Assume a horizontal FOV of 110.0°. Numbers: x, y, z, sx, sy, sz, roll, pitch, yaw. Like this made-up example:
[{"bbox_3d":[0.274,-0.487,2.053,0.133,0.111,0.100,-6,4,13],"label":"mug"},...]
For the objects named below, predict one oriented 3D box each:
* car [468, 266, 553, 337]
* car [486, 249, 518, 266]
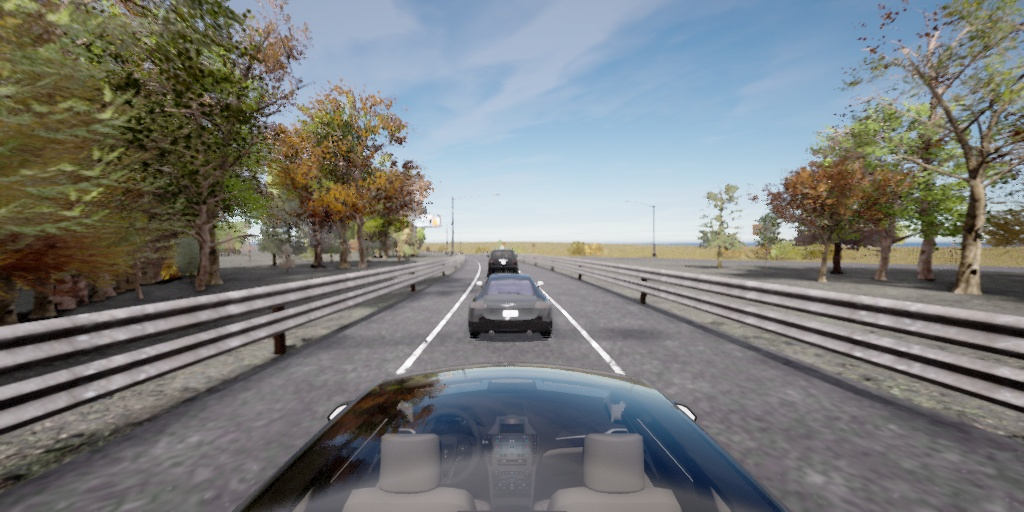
[{"bbox_3d":[-0.052,1.163,9.730,1.994,1.385,4.181,0,1,-1],"label":"car"},{"bbox_3d":[-0.734,0.500,27.042,2.150,2.045,5.566,0,1,-3],"label":"car"}]
